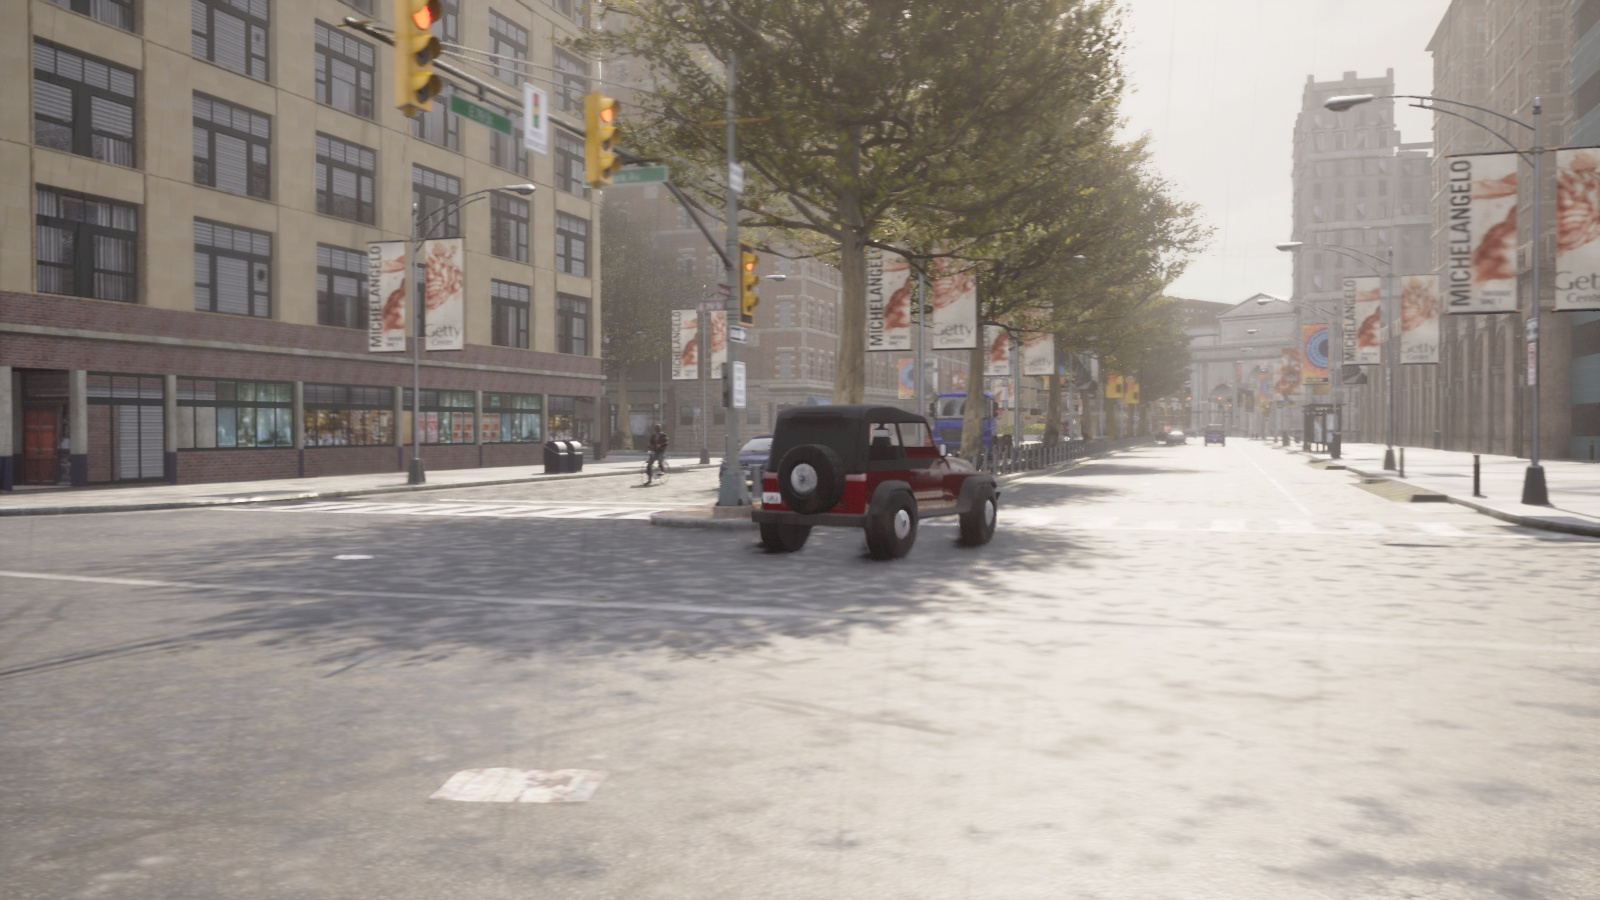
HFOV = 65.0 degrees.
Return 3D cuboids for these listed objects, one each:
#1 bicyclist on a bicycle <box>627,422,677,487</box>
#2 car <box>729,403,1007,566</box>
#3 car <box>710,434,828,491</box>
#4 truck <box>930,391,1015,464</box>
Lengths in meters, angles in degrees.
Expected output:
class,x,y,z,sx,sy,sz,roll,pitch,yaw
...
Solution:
class,x,y,z,sx,sy,sz,roll,pitch,yaw
bicyclist on a bicycle,-4.188,0.111,35.635,0.659,1.776,1.843,1,1,19
car,1.008,0.362,16.526,1.905,1.878,3.866,1,1,34
car,-0.773,0.291,34.899,1.812,1.442,4.674,1,1,18
truck,8.893,-1.146,63.976,2.891,3.462,7.936,1,1,18
